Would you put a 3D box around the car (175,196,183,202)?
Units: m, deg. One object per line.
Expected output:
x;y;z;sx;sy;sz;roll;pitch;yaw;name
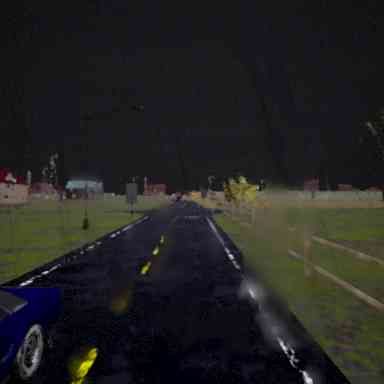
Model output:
-3.120;1.717;80.247;1.837;1.490;4.892;0;0;-2;car

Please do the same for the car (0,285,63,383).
-2.851;1.606;2.733;1.895;1.301;4.718;0;0;0;car
